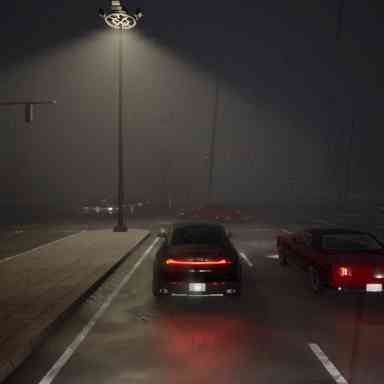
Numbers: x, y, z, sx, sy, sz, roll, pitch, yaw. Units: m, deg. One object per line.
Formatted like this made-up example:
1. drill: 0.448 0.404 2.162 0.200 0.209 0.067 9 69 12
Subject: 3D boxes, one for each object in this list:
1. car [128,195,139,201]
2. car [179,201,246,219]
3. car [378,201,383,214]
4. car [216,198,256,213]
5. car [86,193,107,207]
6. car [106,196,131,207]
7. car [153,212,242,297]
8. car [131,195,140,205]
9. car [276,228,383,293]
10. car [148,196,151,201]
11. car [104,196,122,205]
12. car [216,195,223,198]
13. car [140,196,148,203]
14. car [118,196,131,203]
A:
1. car: -14.454 1.516 82.299 1.812 1.442 4.674 0 0 1
2. car: 1.289 1.525 24.567 4.674 1.442 1.812 0 0 -3
3. car: 20.957 1.222 31.871 5.566 2.045 2.150 0 0 1
4. car: 4.842 1.600 36.800 1.895 1.301 4.718 0 0 -32
5. car: -14.759 1.221 51.900 2.150 2.045 5.566 0 0 0
6. car: -11.266 1.600 51.349 1.895 1.301 4.718 0 0 0
7. car: 0.127 1.505 8.544 1.837 1.490 4.892 0 0 1
8. car: -11.184 1.504 60.359 1.837 1.490 4.892 0 0 1
9. car: 3.630 1.601 8.788 1.895 1.301 4.718 0 0 1
10. car: -10.987 1.551 79.184 1.994 1.385 4.181 0 0 0
11. car: -14.650 1.547 62.149 2.033 1.411 5.357 0 0 1
12. car: 7.860 1.552 94.688 1.994 1.385 4.181 0 0 2
13. car: -11.055 1.594 69.333 1.895 1.301 4.718 0 0 0
14. car: -14.537 1.552 72.095 1.994 1.385 4.181 0 0 0
